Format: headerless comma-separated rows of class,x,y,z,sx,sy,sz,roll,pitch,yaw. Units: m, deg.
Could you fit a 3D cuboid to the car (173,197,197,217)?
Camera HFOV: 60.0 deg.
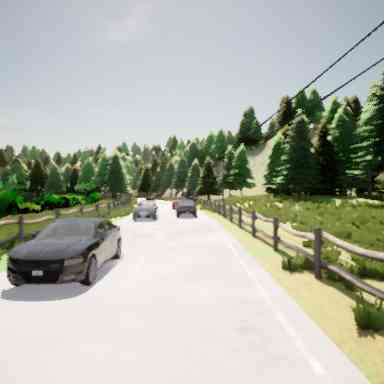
car,-0.555,1.500,30.794,1.837,1.490,4.892,0,0,-4

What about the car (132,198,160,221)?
car,-3.651,1.487,26.860,2.128,1.511,4.902,0,0,-2

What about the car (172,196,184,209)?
car,-1.622,1.342,44.318,2.097,1.767,4.553,0,0,-5

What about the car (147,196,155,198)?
car,-8.891,1.522,71.700,1.895,1.301,4.718,0,0,-10

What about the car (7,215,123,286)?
car,-3.319,1.475,9.625,1.882,1.535,5.008,0,0,0
